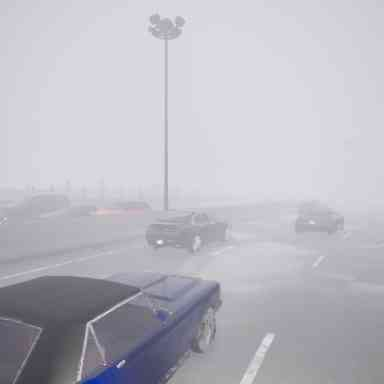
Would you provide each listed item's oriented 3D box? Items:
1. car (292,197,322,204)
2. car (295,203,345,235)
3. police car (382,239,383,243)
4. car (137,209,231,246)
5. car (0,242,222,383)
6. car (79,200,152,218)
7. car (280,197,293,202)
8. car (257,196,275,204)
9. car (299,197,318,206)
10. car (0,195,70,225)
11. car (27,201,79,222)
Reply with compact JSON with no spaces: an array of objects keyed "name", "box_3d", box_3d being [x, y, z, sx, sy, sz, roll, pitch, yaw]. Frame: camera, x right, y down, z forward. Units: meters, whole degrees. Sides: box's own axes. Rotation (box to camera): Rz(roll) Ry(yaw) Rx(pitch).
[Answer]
[{"name":"car","box_3d":[11.204,1.495,30.873,1.837,1.490,4.892,0,0,34]},{"name":"car","box_3d":[7.328,1.558,18.882,1.994,1.385,4.181,0,0,33]},{"name":"police car","box_3d":[5.143,1.423,6.827,1.930,1.638,5.238,0,0,27]},{"name":"car","box_3d":[0.047,1.501,13.806,1.837,1.490,4.892,0,0,29]},{"name":"car","box_3d":[-1.205,1.600,3.587,1.895,1.301,4.718,0,0,23]},{"name":"car","box_3d":[-4.304,1.346,20.603,2.097,1.767,4.553,0,0,31]},{"name":"car","box_3d":[16.701,1.548,57.718,1.994,1.385,4.181,0,0,35]},{"name":"car","box_3d":[13.172,1.509,58.763,1.812,1.442,4.674,0,0,35]},{"name":"car","box_3d":[19.606,1.549,55.774,1.994,1.385,4.181,0,0,35]},{"name":"car","box_3d":[-10.969,1.216,23.147,2.150,2.045,5.566,0,0,31]},{"name":"car","box_3d":[-7.613,1.542,21.975,2.033,1.411,5.357,0,0,31]}]
